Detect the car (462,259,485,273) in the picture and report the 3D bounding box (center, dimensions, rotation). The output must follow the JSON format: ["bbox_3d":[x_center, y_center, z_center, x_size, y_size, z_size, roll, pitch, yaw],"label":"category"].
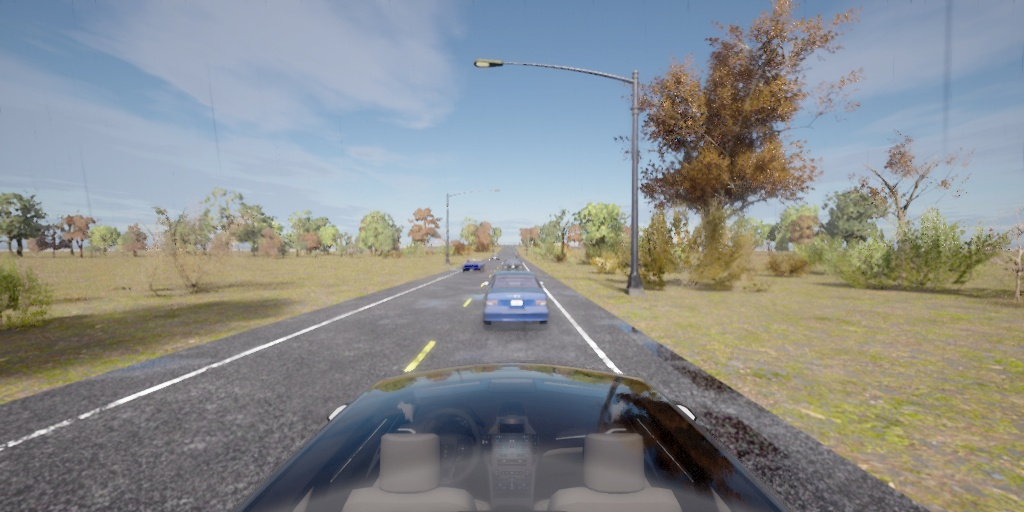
[{"bbox_3d":[-3.604,0.926,34.113,1.895,1.301,4.718,0,1,0],"label":"car"}]

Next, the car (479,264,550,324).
[{"bbox_3d":[0.083,1.172,11.368,2.033,1.411,5.357,0,1,-1],"label":"car"}]

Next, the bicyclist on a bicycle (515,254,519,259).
[{"bbox_3d":[0.957,0.403,61.507,0.582,1.620,1.656,0,1,0],"label":"bicyclist on a bicycle"}]

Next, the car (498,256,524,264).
[{"bbox_3d":[0.092,0.906,31.588,2.033,1.411,5.357,0,1,0],"label":"car"}]
